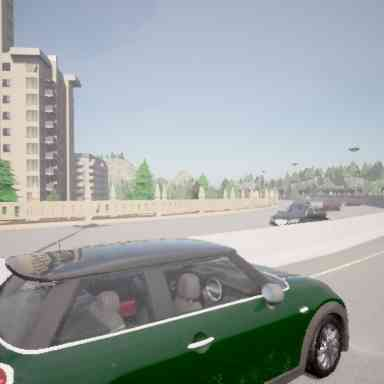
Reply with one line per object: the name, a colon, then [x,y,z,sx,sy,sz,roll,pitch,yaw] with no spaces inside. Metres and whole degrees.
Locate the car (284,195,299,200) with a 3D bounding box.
car: [24.071,1.471,81.813,1.882,1.535,5.008,0,0,0]

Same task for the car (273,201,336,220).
car: [6.371,1.518,19.609,2.128,1.511,4.902,0,0,43]

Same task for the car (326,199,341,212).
car: [17.548,1.601,41.546,1.882,1.535,5.008,0,0,27]

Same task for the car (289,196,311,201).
car: [14.148,1.624,42.608,2.128,1.511,4.902,0,0,27]

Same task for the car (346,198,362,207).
car: [27.063,1.751,55.795,1.994,1.385,4.181,0,0,17]

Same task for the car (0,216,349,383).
car: [-0.100,1.353,3.956,4.553,1.767,2.097,0,0,-37]

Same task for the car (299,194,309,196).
car: [27.561,1.437,81.710,2.150,2.045,5.566,0,0,3]
